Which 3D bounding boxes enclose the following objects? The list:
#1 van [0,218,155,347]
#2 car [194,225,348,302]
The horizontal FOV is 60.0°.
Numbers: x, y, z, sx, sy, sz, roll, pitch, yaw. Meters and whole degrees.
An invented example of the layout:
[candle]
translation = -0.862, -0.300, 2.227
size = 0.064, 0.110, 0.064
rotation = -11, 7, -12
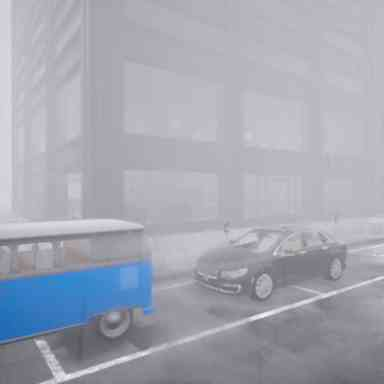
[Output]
[van]
translation = -2.506, 1.339, 4.862
size = 3.998, 1.788, 1.690
rotation = 0, 0, -36
[car]
translation = 2.067, 1.531, 8.127
size = 4.403, 1.369, 2.008
rotation = 0, 0, -36
